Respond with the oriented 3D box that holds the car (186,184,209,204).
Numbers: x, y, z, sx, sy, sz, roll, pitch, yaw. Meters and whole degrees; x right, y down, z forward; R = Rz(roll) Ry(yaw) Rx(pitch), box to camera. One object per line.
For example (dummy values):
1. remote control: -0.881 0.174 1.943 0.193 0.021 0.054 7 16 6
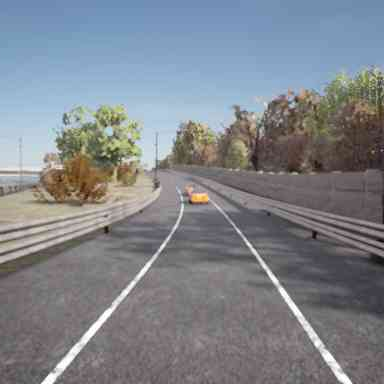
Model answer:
1. car: 0.703 0.351 37.410 2.097 1.767 4.553 0 3 -3
